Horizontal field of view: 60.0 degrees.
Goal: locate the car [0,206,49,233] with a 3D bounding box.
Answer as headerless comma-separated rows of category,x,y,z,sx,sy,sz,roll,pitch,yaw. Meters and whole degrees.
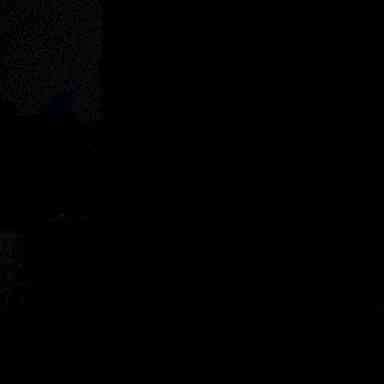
car,-12.450,1.832,21.737,2.192,1.841,5.009,-1,-2,36

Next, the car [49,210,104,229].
car,-9.120,2.147,26.376,1.752,1.417,4.829,-1,-2,36
